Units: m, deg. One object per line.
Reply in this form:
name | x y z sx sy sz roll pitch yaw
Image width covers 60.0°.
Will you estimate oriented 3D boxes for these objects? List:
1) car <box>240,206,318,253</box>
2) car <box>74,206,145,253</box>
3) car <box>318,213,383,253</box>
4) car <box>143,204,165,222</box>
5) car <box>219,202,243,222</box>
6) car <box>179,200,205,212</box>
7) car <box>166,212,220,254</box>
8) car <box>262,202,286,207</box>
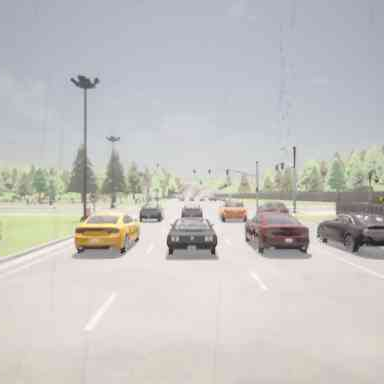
car | 3.507 1.611 14.479 1.882 1.535 5.008 0 0 0
car | -3.493 1.611 14.472 1.882 1.535 5.008 0 0 0
car | 7.006 1.624 14.283 2.128 1.511 4.902 0 0 0
car | -3.490 1.762 29.287 2.128 1.511 4.902 0 0 0
car | 3.509 1.617 29.074 2.097 1.767 4.553 0 -1 0
car | 0.010 1.762 29.283 2.128 1.511 4.902 0 0 0
car | 0.004 1.731 14.097 1.895 1.301 4.718 0 0 0
car | 7.011 1.617 29.073 2.097 1.767 4.553 0 -1 0
